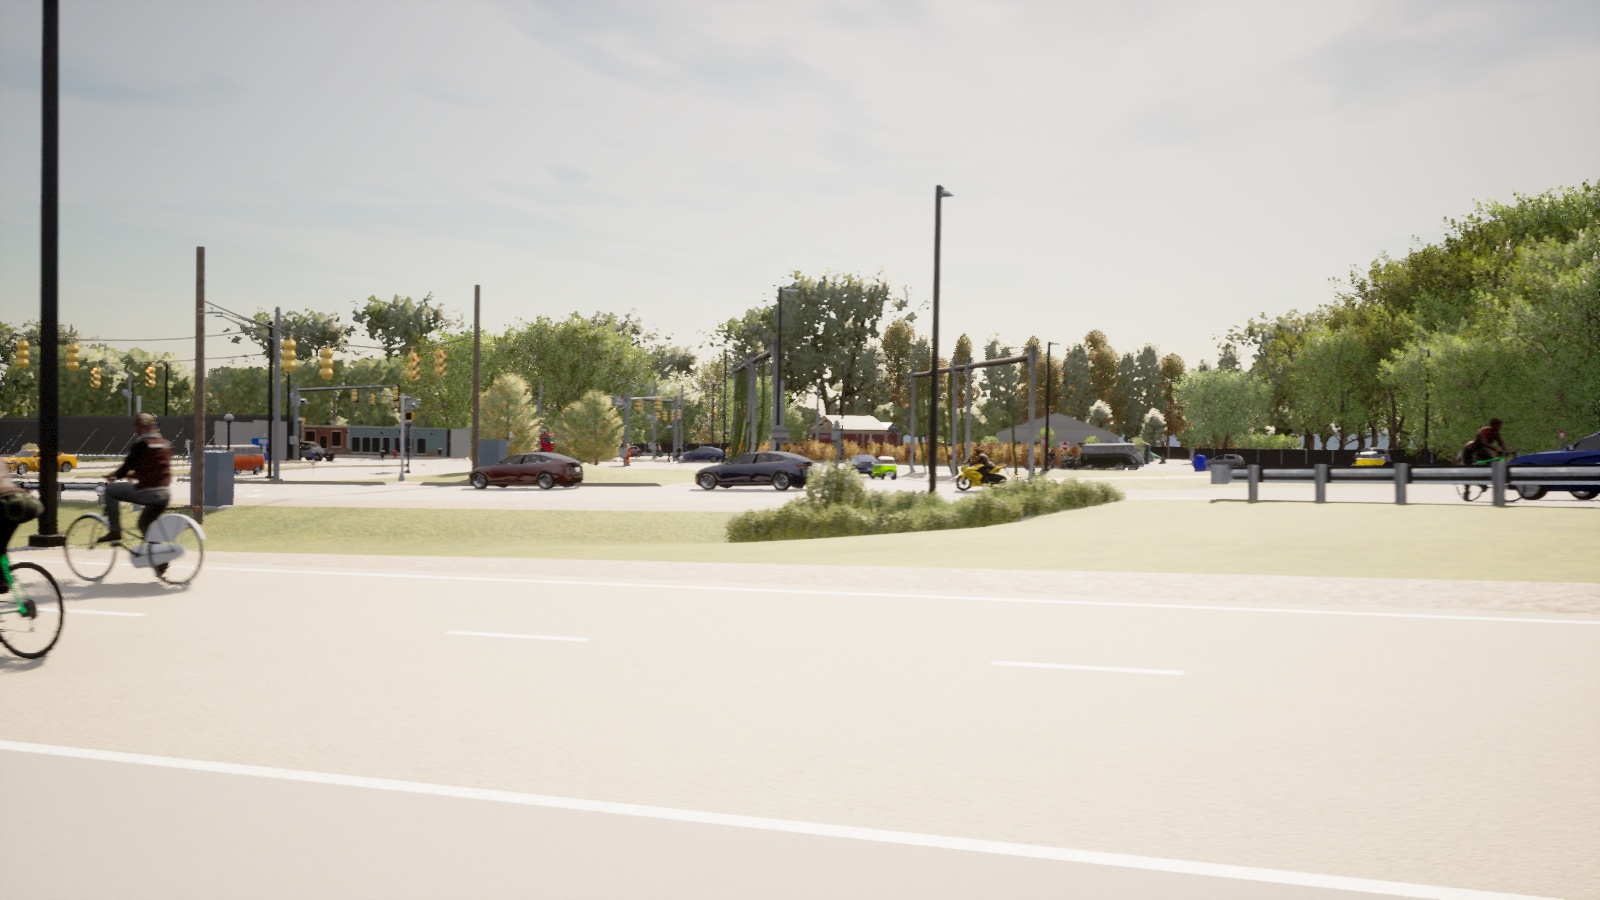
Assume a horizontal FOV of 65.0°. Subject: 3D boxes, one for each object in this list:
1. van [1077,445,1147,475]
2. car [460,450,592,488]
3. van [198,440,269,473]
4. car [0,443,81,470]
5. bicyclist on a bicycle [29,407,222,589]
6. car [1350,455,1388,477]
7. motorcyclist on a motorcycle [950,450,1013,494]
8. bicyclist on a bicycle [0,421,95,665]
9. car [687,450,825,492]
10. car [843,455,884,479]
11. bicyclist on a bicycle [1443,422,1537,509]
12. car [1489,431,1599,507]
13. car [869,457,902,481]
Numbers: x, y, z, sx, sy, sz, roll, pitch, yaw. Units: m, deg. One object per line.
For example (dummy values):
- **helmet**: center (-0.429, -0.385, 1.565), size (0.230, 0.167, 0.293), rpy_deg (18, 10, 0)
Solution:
- **van**: center (21.404, 0.685, 86.200), size (1.775, 1.987, 4.442), rpy_deg (0, 0, -41)
- **car**: center (-11.137, 0.747, 51.057), size (4.792, 1.488, 2.163), rpy_deg (0, 1, 18)
- **van**: center (-36.336, 0.375, 80.664), size (1.775, 1.987, 4.442), rpy_deg (1, 1, 15)
- **car**: center (-45.825, 0.340, 75.128), size (1.882, 1.535, 5.008), rpy_deg (1, 1, 16)
- **bicyclist on a bicycle**: center (-6.931, 0.459, 12.909), size (1.843, 1.776, 0.659), rpy_deg (1, 1, 19)
- **car**: center (38.854, 1.081, 85.709), size (2.207, 1.376, 1.481), rpy_deg (-1, 2, -36)
- **motorcyclist on a motorcycle**: center (6.372, 0.758, 44.137), size (2.044, 1.523, 0.797), rpy_deg (0, 1, 32)
- **bicyclist on a bicycle**: center (-5.867, 0.612, 8.859), size (1.656, 1.620, 0.582), rpy_deg (0, 1, 19)
- **car**: center (-1.677, 0.761, 47.962), size (4.792, 1.488, 2.163), rpy_deg (0, 1, 21)
- **car**: center (4.090, 1.078, 81.622), size (1.812, 1.442, 4.674), rpy_deg (1, 0, -7)
- **bicyclist on a bicycle**: center (13.306, 0.309, 24.263), size (0.582, 1.620, 1.656), rpy_deg (1, -1, -18)
- **car**: center (16.892, 0.396, 25.481), size (1.882, 1.535, 5.008), rpy_deg (1, -2, -22)
- **car**: center (5.070, 1.114, 74.774), size (1.481, 1.376, 2.207), rpy_deg (1, 0, -9)
